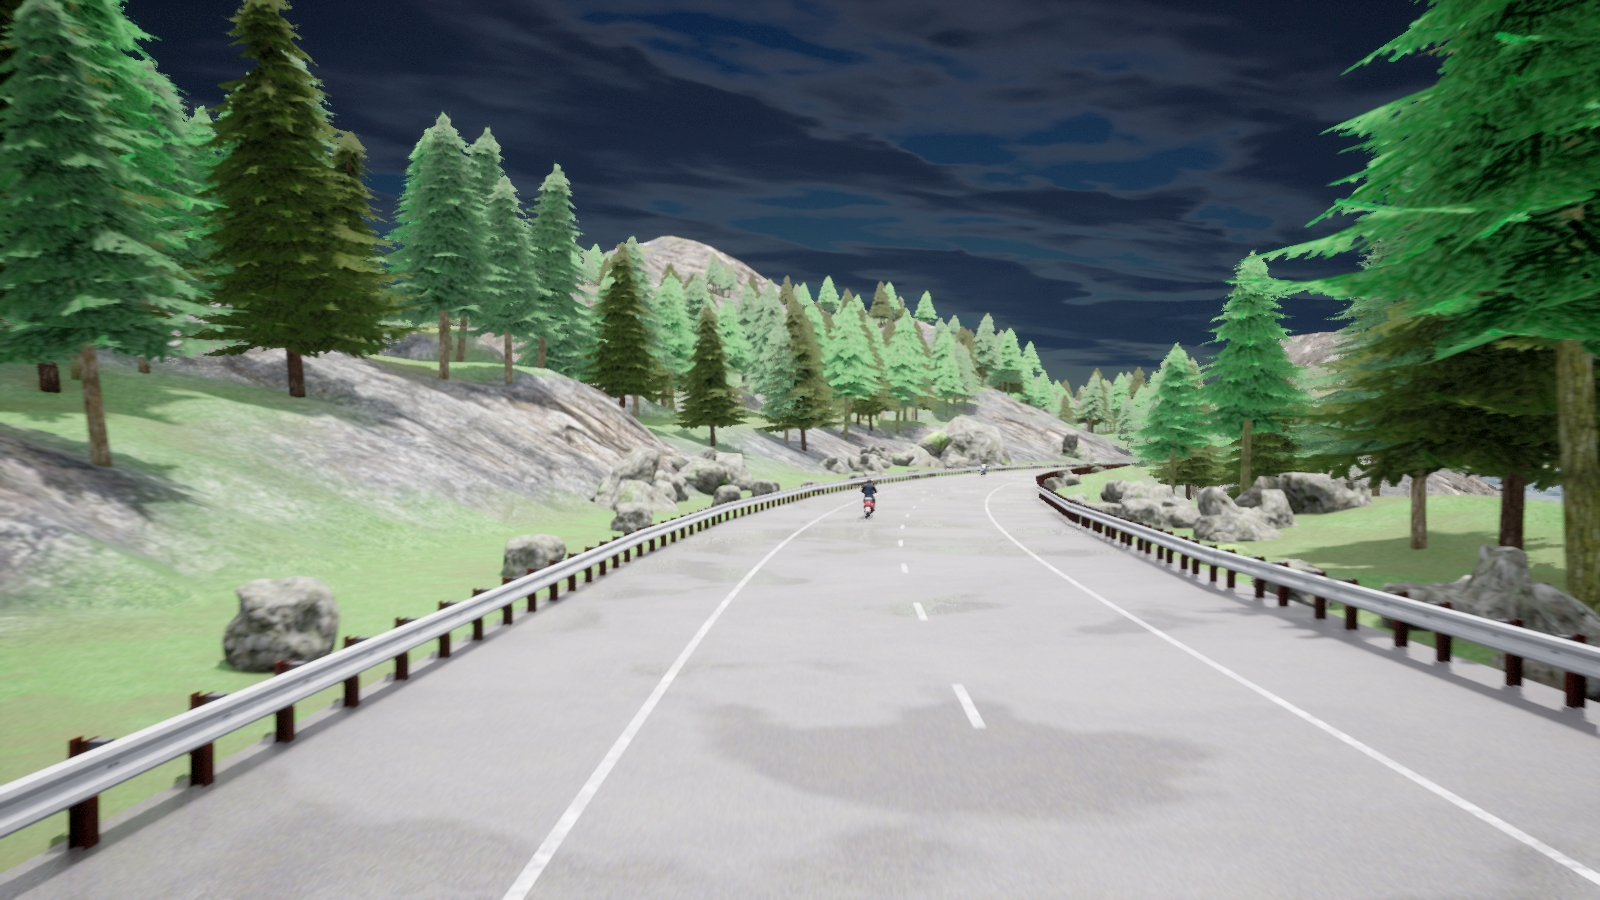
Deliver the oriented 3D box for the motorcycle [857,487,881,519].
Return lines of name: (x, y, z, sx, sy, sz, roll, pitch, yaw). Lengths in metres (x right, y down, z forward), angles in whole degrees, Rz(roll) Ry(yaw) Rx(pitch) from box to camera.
motorcycle: (2.861, 2.183, 47.467, 0.856, 1.236, 1.805, 1, 0, 8)
